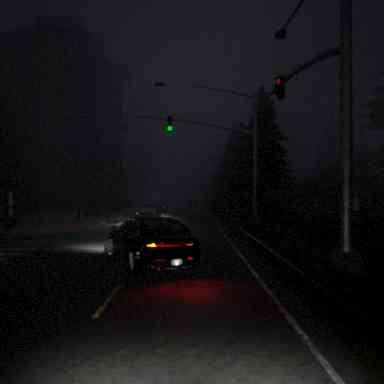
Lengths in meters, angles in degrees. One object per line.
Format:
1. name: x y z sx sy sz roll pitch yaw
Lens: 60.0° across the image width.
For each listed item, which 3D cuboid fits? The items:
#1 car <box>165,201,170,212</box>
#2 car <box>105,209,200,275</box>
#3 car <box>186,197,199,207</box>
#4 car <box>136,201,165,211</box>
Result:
1. car: -3.601 1.694 37.552 1.895 1.301 4.718 0 0 0
2. car: -1.418 1.531 10.707 1.837 1.490 4.892 2 0 -25
3. car: 0.085 1.608 52.503 1.882 1.535 5.008 0 0 0
4. car: -3.588 1.595 27.707 1.812 1.442 4.674 0 0 0
